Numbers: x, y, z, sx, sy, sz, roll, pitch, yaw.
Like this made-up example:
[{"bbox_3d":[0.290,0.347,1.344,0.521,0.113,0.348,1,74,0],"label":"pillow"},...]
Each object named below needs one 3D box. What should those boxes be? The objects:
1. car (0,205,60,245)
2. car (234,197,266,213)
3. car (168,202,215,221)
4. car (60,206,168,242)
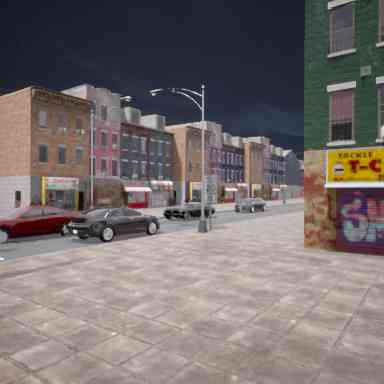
[{"bbox_3d":[-7.659,1.419,15.680,1.882,1.535,5.008,0,1,39],"label":"car"},{"bbox_3d":[6.154,1.323,34.666,1.837,1.490,4.892,0,0,36],"label":"car"},{"bbox_3d":[-0.166,1.476,25.875,1.895,1.301,4.718,0,0,36],"label":"car"},{"bbox_3d":[-3.586,1.443,16.197,1.837,1.490,4.892,0,0,36],"label":"car"}]
